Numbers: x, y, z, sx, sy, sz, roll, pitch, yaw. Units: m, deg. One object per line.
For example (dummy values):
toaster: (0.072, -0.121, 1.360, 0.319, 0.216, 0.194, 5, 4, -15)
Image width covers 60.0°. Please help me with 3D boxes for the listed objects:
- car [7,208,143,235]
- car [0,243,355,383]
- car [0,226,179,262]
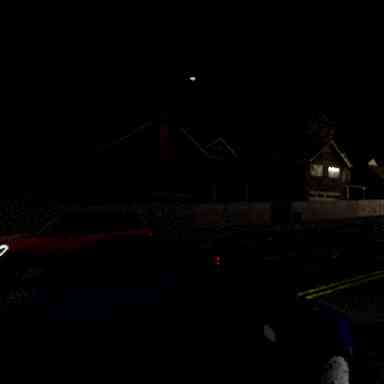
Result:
car: (-3.310, 1.366, 9.308, 4.553, 1.767, 2.097, 0, 0, -35)
car: (-0.429, 1.485, 3.131, 5.008, 1.535, 1.882, 0, 0, -36)
car: (-1.366, 1.578, 6.703, 4.181, 1.385, 1.994, 0, 0, -35)
